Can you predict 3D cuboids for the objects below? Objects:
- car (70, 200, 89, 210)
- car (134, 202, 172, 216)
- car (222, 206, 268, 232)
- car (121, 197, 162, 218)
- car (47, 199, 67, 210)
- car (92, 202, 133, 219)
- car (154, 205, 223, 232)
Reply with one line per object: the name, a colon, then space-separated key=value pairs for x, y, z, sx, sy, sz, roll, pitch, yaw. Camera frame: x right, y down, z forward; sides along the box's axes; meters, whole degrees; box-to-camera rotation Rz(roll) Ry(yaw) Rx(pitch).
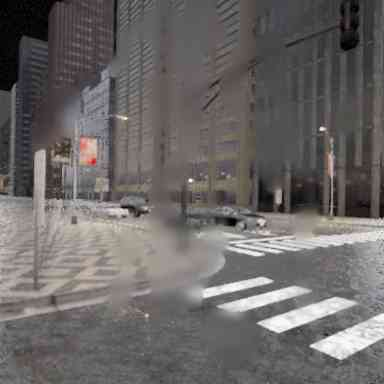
car: x=-16.896 y=1.875 z=49.880 sx=1.812 sy=1.442 sz=4.674 roll=1 pitch=-1 yaw=-35
car: x=-4.657 y=1.895 z=38.512 sx=2.033 sy=1.411 sz=5.357 roll=1 pitch=-1 yaw=-35
car: x=2.821 y=1.706 z=22.118 sx=2.128 sy=1.511 sz=4.902 roll=1 pitch=-1 yaw=-36
car: x=-5.501 y=1.491 z=33.776 sx=2.150 sy=2.045 sz=5.566 roll=1 pitch=-1 yaw=-35
car: x=-19.530 y=1.813 z=47.978 sx=1.812 sy=1.442 sz=4.674 roll=1 pitch=-1 yaw=-35
car: x=-7.713 y=1.805 z=31.252 sx=1.895 sy=1.301 sz=4.718 roll=1 pitch=-1 yaw=-36
car: x=-0.335 y=1.719 z=20.929 sx=1.994 sy=1.385 sz=4.181 roll=1 pitch=-1 yaw=-36
